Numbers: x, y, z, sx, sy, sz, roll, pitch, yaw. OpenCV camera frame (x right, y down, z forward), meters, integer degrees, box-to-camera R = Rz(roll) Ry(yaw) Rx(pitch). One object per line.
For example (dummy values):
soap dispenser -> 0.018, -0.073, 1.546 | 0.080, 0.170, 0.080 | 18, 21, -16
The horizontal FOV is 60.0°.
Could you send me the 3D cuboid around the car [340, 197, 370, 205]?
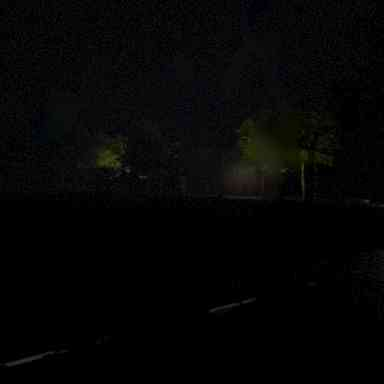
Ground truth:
car -> 29.574, 1.586, 60.251 | 1.895, 1.301, 4.718 | 0, 2, -35
